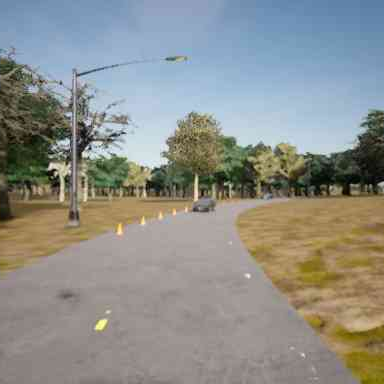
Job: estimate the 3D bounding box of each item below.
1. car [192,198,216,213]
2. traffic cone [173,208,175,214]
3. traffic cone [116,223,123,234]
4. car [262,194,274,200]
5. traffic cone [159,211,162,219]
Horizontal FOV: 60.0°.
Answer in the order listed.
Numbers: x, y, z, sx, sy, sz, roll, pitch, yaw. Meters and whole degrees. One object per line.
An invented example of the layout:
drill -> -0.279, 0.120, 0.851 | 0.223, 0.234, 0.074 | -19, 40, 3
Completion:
car -> 1.377, 1.435, 36.250 | 1.882, 1.535, 5.008 | 0, 0, 13
traffic cone -> -1.744, 1.903, 32.726 | 0.340, 0.580, 0.340 | 0, 0, 11
traffic cone -> -3.813, 1.909, 17.565 | 0.340, 0.580, 0.340 | 0, 0, 4
car -> 18.153, 1.126, 79.125 | 1.812, 1.442, 4.674 | 1, 1, 33
traffic cone -> -2.624, 1.903, 27.700 | 0.340, 0.580, 0.340 | 0, 0, 9
